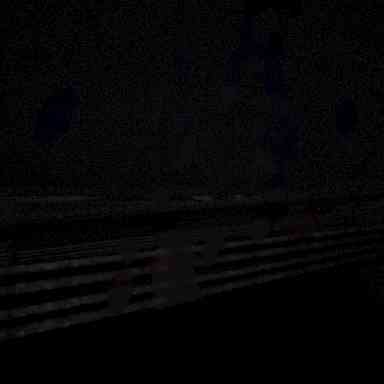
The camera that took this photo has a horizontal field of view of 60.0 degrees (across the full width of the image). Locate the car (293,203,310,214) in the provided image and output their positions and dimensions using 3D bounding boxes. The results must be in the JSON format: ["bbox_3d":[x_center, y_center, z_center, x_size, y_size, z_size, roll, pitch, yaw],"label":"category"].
[{"bbox_3d":[16.762,2.183,47.016,4.718,1.301,1.895,-4,2,-25],"label":"car"}]

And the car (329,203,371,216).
[{"bbox_3d":[19.692,2.111,40.658,5.008,1.535,1.882,-4,2,-25],"label":"car"}]

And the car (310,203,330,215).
[{"bbox_3d":[18.211,2.171,43.830,4.181,1.385,1.994,-4,2,-25],"label":"car"}]
